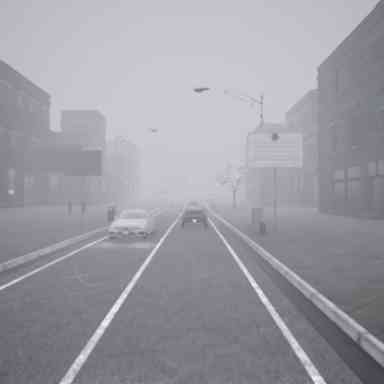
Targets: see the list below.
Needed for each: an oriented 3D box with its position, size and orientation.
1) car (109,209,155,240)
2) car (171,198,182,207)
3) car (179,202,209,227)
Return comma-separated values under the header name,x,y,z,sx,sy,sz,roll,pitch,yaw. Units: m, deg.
name,x,y,z,sx,sy,sz,roll,pitch,yaw
car,-3.044,1.631,17.653,1.812,1.442,4.674,0,-1,0
car,-2.838,1.922,60.352,2.128,1.511,4.902,0,1,1
car,0.181,1.735,24.924,1.837,1.490,4.892,0,-1,0
